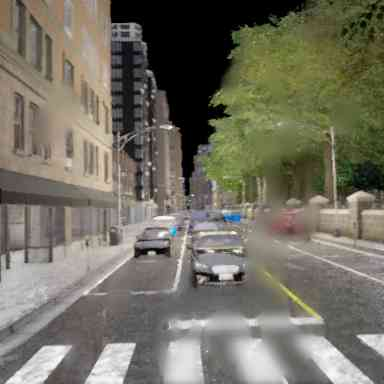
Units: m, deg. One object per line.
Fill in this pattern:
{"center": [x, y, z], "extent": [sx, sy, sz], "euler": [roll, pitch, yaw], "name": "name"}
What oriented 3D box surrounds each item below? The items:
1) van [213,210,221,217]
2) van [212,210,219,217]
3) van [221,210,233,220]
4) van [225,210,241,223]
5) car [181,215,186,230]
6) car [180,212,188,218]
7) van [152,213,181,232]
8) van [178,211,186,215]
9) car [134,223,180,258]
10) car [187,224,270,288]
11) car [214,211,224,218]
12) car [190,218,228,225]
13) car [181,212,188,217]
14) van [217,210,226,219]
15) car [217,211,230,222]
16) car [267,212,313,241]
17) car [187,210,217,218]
{"center": [6.442, 5.469, 85.167], "extent": [1.690, 1.788, 3.998], "euler": [-1, -3, 0], "name": "van"}
{"center": [6.423, 5.745, 90.818], "extent": [1.690, 1.788, 3.998], "euler": [-1, -3, 0], "name": "van"}
{"center": [6.521, 4.356, 62.564], "extent": [1.690, 1.788, 3.998], "euler": [-1, -3, 0], "name": "van"}
{"center": [6.560, 3.791, 51.262], "extent": [1.690, 1.788, 3.998], "euler": [-1, -3, 0], "name": "van"}
{"center": [-1.899, 3.360, 34.224], "extent": [1.887, 1.381, 4.507], "euler": [-1, -3, 0], "name": "car"}
{"center": [-2.075, 5.914, 85.104], "extent": [1.947, 1.339, 4.313], "euler": [-1, -3, 0], "name": "car"}
{"center": [-1.865, 2.582, 22.928], "extent": [1.690, 1.788, 3.998], "euler": [-1, -3, 0], "name": "van"}
{"center": [-1.923, 3.442, 39.887], "extent": [1.690, 1.788, 3.998], "euler": [-1, -3, 0], "name": "van"}
{"center": [-1.840, 2.518, 17.263], "extent": [1.947, 1.339, 4.313], "euler": [-1, -3, 0], "name": "car"}
{"center": [0.911, 2.055, 11.085], "extent": [2.128, 1.511, 4.902], "euler": [-2, -3, 1], "name": "car"}
{"center": [6.467, 5.396, 79.507], "extent": [1.887, 1.381, 4.507], "euler": [-1, -3, 0], "name": "car"}
{"center": [0.901, 2.636, 21.353], "extent": [2.033, 1.411, 5.357], "euler": [-1, -3, 0], "name": "car"}
{"center": [-2.095, 6.168, 90.758], "extent": [1.887, 1.381, 4.507], "euler": [-1, -3, 0], "name": "car"}
{"center": [6.481, 4.915, 73.866], "extent": [1.690, 1.788, 3.998], "euler": [-1, -3, 0], "name": "van"}
{"center": [4.002, 3.920, 49.221], "extent": [1.837, 1.490, 4.892], "euler": [-1, -3, 0], "name": "car"}
{"center": [6.656, 2.337, 23.010], "extent": [2.192, 1.841, 5.009], "euler": [-1, -3, 0], "name": "car"}
{"center": [0.862, 2.870, 32.354], "extent": [2.150, 2.045, 5.566], "euler": [-1, -3, -1], "name": "car"}
